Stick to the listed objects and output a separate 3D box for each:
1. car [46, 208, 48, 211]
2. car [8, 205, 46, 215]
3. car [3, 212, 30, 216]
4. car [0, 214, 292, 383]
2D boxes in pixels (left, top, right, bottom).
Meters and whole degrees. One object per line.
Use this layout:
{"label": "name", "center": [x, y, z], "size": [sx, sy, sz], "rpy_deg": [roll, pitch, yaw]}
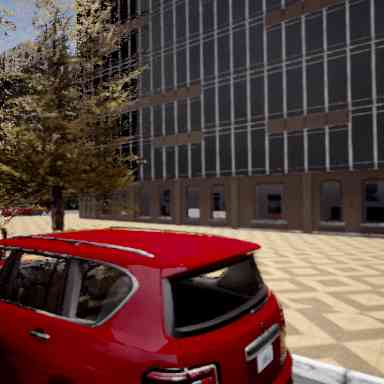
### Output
{"label": "car", "center": [-23.709, 2.471, 48.712], "size": [1.752, 1.417, 4.829], "rpy_deg": [-2, -2, 35]}
{"label": "car", "center": [-20.050, 2.138, 39.460], "size": [1.967, 1.590, 4.097], "rpy_deg": [-2, -2, 35]}
{"label": "car", "center": [-5.925, 1.403, 7.107], "size": [5.009, 1.841, 2.192], "rpy_deg": [-1, -1, 35]}
{"label": "car", "center": [-1.397, 1.348, 3.881], "size": [5.009, 1.841, 2.192], "rpy_deg": [-1, -1, 35]}
